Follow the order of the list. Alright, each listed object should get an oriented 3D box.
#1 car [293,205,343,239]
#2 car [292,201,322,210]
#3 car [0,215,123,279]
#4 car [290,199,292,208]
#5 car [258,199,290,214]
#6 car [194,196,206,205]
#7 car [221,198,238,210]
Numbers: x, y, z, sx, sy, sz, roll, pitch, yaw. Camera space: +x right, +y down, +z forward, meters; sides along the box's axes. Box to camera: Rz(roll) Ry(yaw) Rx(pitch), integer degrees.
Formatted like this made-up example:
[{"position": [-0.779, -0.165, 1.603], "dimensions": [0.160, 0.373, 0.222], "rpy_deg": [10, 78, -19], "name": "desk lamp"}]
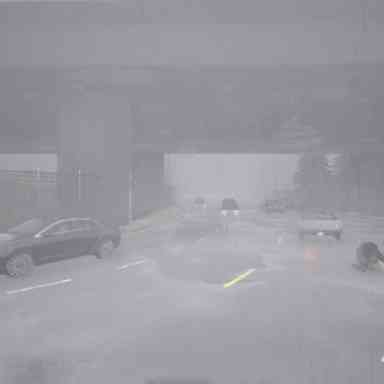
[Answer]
[{"position": [6.479, 1.601, 17.391], "dimensions": [1.895, 1.301, 4.718], "rpy_deg": [0, 0, 15], "name": "car"}, {"position": [11.759, 1.564, 32.925], "dimensions": [1.994, 1.385, 4.181], "rpy_deg": [0, 0, 2], "name": "car"}, {"position": [-4.341, 1.491, 10.315], "dimensions": [2.128, 1.511, 4.902], "rpy_deg": [0, 0, 33], "name": "car"}, {"position": [11.976, 1.547, 43.105], "dimensions": [2.033, 1.411, 5.357], "rpy_deg": [0, 0, 2], "name": "car"}, {"position": [8.405, 1.547, 35.394], "dimensions": [2.033, 1.411, 5.357], "rpy_deg": [0, 0, 1], "name": "car"}, {"position": [1.497, 1.506, 60.947], "dimensions": [1.837, 1.490, 4.892], "rpy_deg": [0, 0, 1], "name": "car"}, {"position": [4.786, 1.525, 42.640], "dimensions": [1.812, 1.442, 4.674], "rpy_deg": [0, 0, 1], "name": "car"}]
